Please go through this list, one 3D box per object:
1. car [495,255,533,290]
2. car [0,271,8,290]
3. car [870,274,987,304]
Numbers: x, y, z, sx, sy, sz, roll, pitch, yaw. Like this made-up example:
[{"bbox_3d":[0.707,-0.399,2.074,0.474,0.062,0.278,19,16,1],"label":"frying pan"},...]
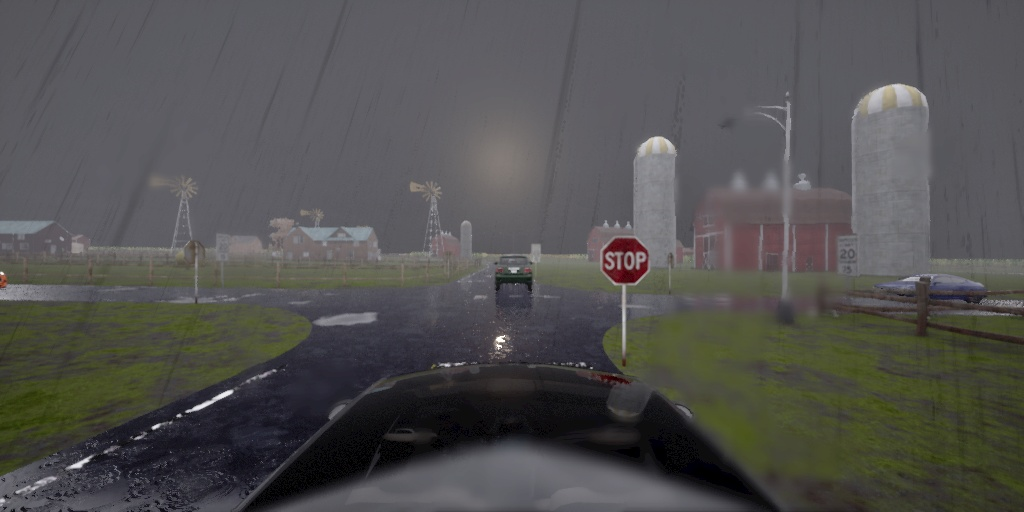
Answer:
[{"bbox_3d":[0.103,0.944,22.488,2.150,2.045,5.566,0,0,0],"label":"car"},{"bbox_3d":[-24.745,0.688,15.215,4.553,1.767,2.097,1,0,0],"label":"car"},{"bbox_3d":[21.169,1.628,18.297,4.674,1.442,1.812,1,0,0],"label":"car"}]
